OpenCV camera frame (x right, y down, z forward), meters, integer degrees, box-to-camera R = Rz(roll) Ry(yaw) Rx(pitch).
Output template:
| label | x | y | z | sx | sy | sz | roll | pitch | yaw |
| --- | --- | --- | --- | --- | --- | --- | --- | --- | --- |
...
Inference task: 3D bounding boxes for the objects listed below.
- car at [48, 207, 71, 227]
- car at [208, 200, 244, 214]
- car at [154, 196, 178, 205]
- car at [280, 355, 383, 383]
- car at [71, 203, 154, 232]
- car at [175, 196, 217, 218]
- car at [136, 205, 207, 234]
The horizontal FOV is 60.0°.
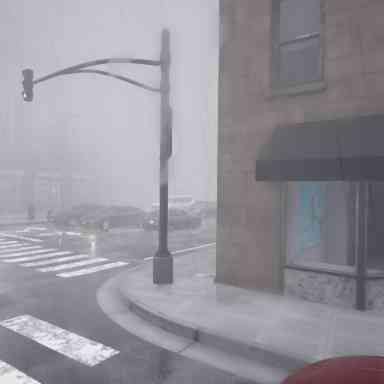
| label | x | y | z | sx | sy | sz | roll | pitch | yaw |
| --- | --- | --- | --- | --- | --- | --- | --- | --- | --- |
| car | -7.630 | 1.569 | 23.420 | 1.837 | 1.490 | 4.892 | 1 | 0 | 35 |
| car | 4.201 | 1.731 | 40.007 | 2.128 | 1.511 | 4.902 | 1 | 0 | 36 |
| car | -1.770 | 1.372 | 31.648 | 2.150 | 2.045 | 5.566 | 1 | 0 | 35 |
| car | 2.417 | 1.545 | 1.229 | 4.507 | 1.381 | 1.887 | 0 | 1 | 35 |
| car | -4.979 | 1.616 | 21.541 | 1.837 | 1.490 | 4.892 | 1 | 0 | 35 |
| car | 0.924 | 1.550 | 29.822 | 2.097 | 1.767 | 4.553 | 1 | 0 | 36 |
| car | -1.178 | 1.739 | 20.936 | 1.994 | 1.385 | 4.181 | 1 | 0 | 35 |
